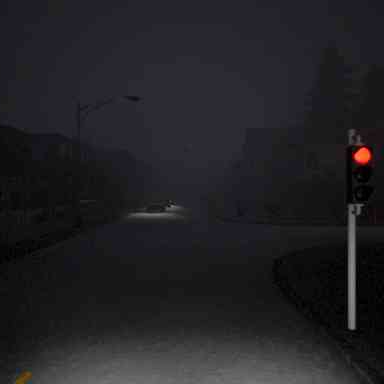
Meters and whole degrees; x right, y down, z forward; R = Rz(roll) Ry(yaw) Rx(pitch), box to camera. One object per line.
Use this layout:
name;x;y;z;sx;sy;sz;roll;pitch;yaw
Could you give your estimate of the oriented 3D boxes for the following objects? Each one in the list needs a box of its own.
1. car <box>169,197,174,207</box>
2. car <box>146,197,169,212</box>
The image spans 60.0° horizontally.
car;-4.098;1.504;48.400;1.837;1.490;4.892;0;0;0
car;-4.099;1.477;38.430;1.882;1.535;5.008;0;0;0
